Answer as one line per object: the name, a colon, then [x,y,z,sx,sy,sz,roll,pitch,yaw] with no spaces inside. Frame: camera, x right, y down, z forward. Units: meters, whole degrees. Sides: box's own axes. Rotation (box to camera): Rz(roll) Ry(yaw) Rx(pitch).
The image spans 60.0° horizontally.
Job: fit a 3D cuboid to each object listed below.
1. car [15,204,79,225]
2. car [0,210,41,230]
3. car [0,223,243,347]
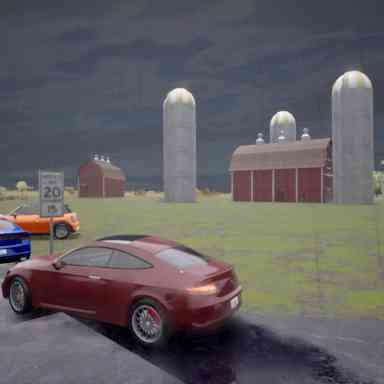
car: [-8.058,1.371,16.584,4.553,1.767,2.097,0,0,-13]
car: [-6.957,1.481,10.741,5.008,1.535,1.882,0,0,43]
car: [-1.398,1.529,6.173,4.674,1.442,1.812,0,0,27]
